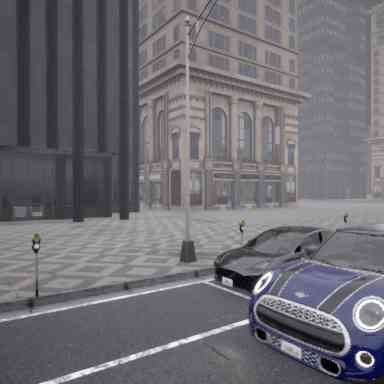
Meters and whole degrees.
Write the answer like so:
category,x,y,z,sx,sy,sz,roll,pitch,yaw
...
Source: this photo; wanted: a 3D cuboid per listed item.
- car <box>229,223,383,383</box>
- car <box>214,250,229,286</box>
category,x,y,z,sx,sy,sz,roll,pitch,yaw
car,3.056,1.354,5.422,4.553,1.767,2.097,0,0,-35
car,2.539,1.568,8.447,4.313,1.339,1.947,0,0,-35
